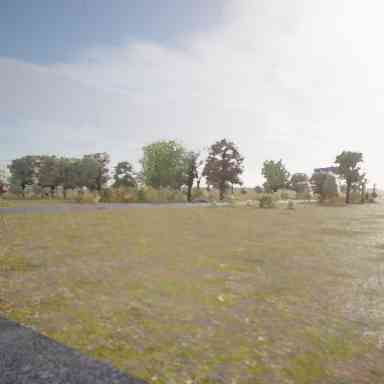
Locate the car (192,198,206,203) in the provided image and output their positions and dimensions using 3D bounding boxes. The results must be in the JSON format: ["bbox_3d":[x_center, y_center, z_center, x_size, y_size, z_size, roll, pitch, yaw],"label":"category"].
[{"bbox_3d":[1.947,2.352,90.783,2.128,1.511,4.902,1,0,36],"label":"car"}]
